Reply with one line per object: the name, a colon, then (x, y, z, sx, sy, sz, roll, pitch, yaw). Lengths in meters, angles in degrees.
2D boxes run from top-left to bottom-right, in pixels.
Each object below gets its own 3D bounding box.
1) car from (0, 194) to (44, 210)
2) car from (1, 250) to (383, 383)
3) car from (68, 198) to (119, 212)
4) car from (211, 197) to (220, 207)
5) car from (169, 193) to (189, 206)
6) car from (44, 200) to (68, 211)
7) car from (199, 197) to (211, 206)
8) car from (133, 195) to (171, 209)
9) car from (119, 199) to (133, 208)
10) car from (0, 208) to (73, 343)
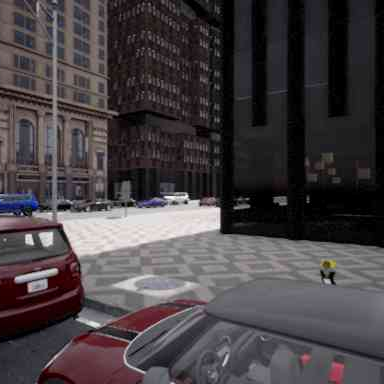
car: (-16.798, 1.224, 29.964, 2.150, 2.045, 5.566, 0, 0, 34)
car: (0.583, 1.442, 2.542, 4.097, 1.590, 1.967, 0, 0, 35)
car: (-11.159, 1.482, 37.878, 1.837, 1.490, 4.892, 0, 0, 36)
car: (5.287, 1.445, 49.555, 1.837, 1.490, 4.892, 0, 0, 36)
car: (-2.757, 1.137, 55.214, 2.150, 2.045, 5.566, 0, 0, 35)
car: (-15.199, 1.577, 37.808, 1.895, 1.301, 4.718, 0, 0, 35)
car: (2.874, 1.495, 51.776, 1.994, 1.385, 4.181, 0, 0, 37)
car: (-5.465, 1.476, 45.883, 1.812, 1.442, 4.674, 0, 0, 36)
car: (-9.432, 1.550, 45.913, 1.895, 1.301, 4.718, 0, 0, 35)
car: (-3.986, 1.326, 5.784, 5.009, 1.841, 2.192, 0, 0, 35)
